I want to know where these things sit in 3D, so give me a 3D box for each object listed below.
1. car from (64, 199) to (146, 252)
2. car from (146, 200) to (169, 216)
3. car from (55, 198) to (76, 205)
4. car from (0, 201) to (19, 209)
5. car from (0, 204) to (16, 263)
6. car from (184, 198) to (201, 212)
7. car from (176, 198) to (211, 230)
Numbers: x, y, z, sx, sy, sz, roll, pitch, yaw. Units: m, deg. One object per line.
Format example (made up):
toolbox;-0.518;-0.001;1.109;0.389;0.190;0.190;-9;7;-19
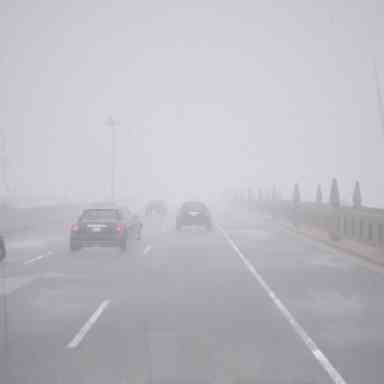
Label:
car;-3.399;1.353;13.994;2.097;1.767;4.553;0;0;0
car;-3.399;1.507;32.146;1.837;1.490;4.892;0;0;0
car;-20.997;1.617;55.327;1.895;1.301;4.718;0;0;0
car;-17.572;1.528;30.220;1.812;1.442;4.674;0;0;0
car;-6.900;1.353;8.625;2.097;1.767;4.553;0;0;0
car;0.091;1.479;39.375;1.882;1.535;5.008;0;0;0
car;0.101;1.353;21.461;2.097;1.767;4.553;0;0;0
